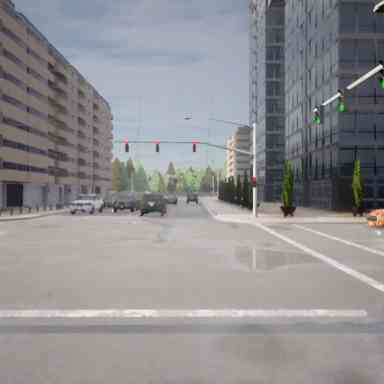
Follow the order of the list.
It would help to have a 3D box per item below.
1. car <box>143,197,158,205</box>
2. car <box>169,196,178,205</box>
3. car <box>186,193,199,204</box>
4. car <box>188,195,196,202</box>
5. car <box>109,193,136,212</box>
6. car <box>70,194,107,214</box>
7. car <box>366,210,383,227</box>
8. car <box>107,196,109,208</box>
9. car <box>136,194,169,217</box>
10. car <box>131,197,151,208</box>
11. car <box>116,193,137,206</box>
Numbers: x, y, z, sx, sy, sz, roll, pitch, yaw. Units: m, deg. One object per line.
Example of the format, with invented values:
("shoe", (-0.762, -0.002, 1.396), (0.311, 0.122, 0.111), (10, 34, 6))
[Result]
("car", (-7.198, 1.552, 58.356), (1.994, 1.385, 4.181), (0, 0, 1))
("car", (-3.514, 1.479, 58.607), (2.128, 1.511, 4.902), (0, 0, 1))
("car", (0.050, 1.208, 63.804), (2.150, 2.045, 5.566), (0, 0, 1))
("car", (0.083, 1.485, 74.517), (1.837, 1.490, 4.892), (0, 0, 1))
("car", (-7.426, 1.213, 38.092), (2.150, 2.045, 5.566), (0, 0, 1))
("car", (-10.935, 1.214, 34.916), (2.150, 2.045, 5.566), (0, 0, -1))
("car", (13.575, 1.403, 21.083), (4.553, 1.767, 2.097), (0, 0, 0))
("car", (-10.876, 1.343, 44.760), (2.097, 1.767, 4.553), (0, 0, 1))
("car", (-3.612, 1.213, 31.741), (2.150, 2.045, 5.566), (0, 0, -1))
("car", (-7.334, 1.537, 48.336), (2.033, 1.411, 5.357), (0, 0, 1))
("car", (-10.747, 1.210, 54.962), (2.150, 2.045, 5.566), (0, 0, 1))
